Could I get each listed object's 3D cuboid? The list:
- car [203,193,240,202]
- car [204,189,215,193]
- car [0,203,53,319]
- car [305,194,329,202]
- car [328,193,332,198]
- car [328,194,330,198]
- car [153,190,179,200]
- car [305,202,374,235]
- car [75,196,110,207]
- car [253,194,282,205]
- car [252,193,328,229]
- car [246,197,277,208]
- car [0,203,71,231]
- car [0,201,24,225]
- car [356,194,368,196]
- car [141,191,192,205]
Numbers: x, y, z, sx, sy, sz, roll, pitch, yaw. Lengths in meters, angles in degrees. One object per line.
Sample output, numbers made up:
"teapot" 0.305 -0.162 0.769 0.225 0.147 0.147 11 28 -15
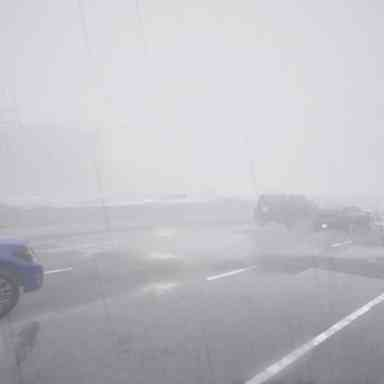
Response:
"car" 3.065 1.207 32.892 4.553 1.767 2.097 0 0 -44
"car" 3.426 -0.023 70.778 1.895 1.301 4.718 0 3 32
"car" -5.382 1.191 5.179 5.566 2.045 2.150 0 0 -44
"car" 23.347 1.095 62.114 5.357 1.411 2.033 -1 1 -44
"car" 21.574 0.963 55.562 4.553 1.767 2.097 -1 1 -44
"car" 16.476 1.271 45.796 5.357 1.411 2.033 -1 1 -44
"car" -4.487 0.543 57.644 2.128 1.511 4.902 0 2 30
"car" 8.384 1.431 18.322 4.892 1.490 1.837 0 0 -44
"car" -12.647 1.170 42.429 1.895 1.301 4.718 0 2 27
"car" 11.516 1.173 50.726 5.008 1.535 1.882 0 0 -44
"car" 6.180 1.133 21.056 5.566 2.045 2.150 0 0 -44
"car" 9.176 1.336 43.628 4.181 1.385 1.994 -1 1 -44
"car" -9.904 1.460 20.483 4.181 1.385 1.994 0 0 -44
"car" -13.846 1.391 21.561 4.892 1.490 1.837 0 0 -44
"car" 29.956 1.110 58.782 5.357 1.411 2.033 -1 1 -44
"car" -2.391 1.071 32.509 5.566 2.045 2.150 0 0 -44
